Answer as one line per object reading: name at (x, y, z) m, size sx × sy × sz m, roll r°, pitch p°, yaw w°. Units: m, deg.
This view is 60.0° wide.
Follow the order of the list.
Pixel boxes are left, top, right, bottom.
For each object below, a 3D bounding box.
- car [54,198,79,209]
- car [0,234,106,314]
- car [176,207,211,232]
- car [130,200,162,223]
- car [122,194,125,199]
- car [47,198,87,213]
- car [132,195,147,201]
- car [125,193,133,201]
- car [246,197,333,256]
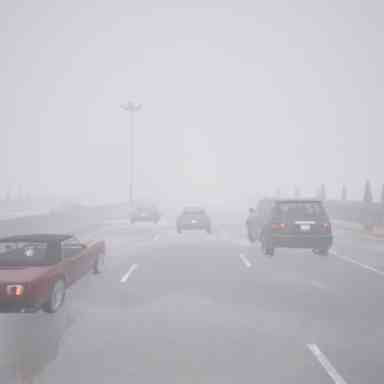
car at (-17.565, 1.522, 46.741) m, size 1.812 × 1.442 × 4.674 m, roll 0°, pitch 0°, yaw 0°
car at (-3.400, 1.600, 7.565) m, size 1.895 × 1.301 × 4.718 m, roll 0°, pitch 0°, yaw 0°
car at (0.102, 1.563, 19.946) m, size 1.994 × 1.385 × 4.181 m, roll 0°, pitch 0°, yaw 0°
car at (-3.395, 1.562, 25.254) m, size 1.994 × 1.385 × 4.181 m, roll 0°, pitch 0°, yaw 0°
car at (-16.907, 1.157, 88.100) m, size 2.150 × 2.045 × 5.566 m, roll 0°, pitch 0°, yaw 2°
car at (-10.595, 1.546, 28.649) m, size 2.033 × 1.411 × 5.357 m, roll 0°, pitch 0°, yaw 0°
car at (-10.428, 1.496, 68.382) m, size 1.837 × 1.490 × 4.892 m, roll 0°, pitch 0°, yaw 1°
car at (-13.686, 1.514, 78.451) m, size 2.128 × 1.511 × 4.902 m, roll 0°, pitch 0°, yaw 2°
car at (3.602, 1.221, 13.272) m, size 2.150 × 2.045 × 5.566 m, roll 0°, pitch 0°, yaw 0°
